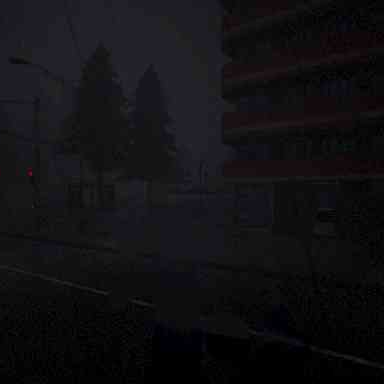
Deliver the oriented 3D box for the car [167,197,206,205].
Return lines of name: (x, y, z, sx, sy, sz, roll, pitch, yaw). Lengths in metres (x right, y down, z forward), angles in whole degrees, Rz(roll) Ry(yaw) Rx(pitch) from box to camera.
car: (-0.864, 1.492, 53.169, 5.357, 1.411, 2.033, 0, 0, -42)

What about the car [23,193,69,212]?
car: (-16.741, 1.166, 38.942, 2.150, 2.045, 5.566, 0, 0, 36)

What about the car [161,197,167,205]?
car: (-5.229, 1.470, 53.657, 4.674, 1.442, 1.812, 0, 0, -45)

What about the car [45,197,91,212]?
car: (-13.498, 1.545, 37.468, 1.895, 1.301, 4.718, 0, 0, 36)

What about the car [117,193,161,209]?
car: (-6.458, 1.296, 41.019, 2.097, 1.767, 4.553, 0, 0, 35)

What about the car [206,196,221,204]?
car: (2.981, 1.492, 60.482, 5.357, 1.411, 2.033, 0, 0, -32)

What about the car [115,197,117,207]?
car: (-7.761, 1.166, 45.357, 2.150, 2.045, 5.566, 0, 0, 37)

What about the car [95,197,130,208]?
car: (-11.068, 1.470, 46.660, 1.812, 1.442, 4.674, 0, 0, 37)
